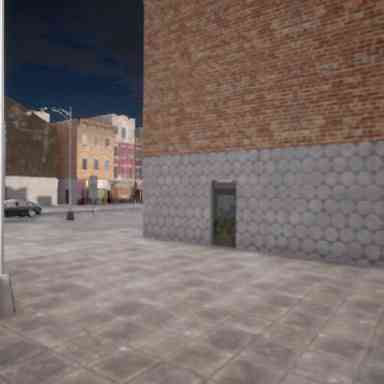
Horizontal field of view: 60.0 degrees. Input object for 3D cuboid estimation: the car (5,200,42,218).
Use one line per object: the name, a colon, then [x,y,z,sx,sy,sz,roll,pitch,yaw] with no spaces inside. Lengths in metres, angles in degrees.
car: [-13.174,1.253,24.028,2.008,1.369,4.403,1,1,35]
